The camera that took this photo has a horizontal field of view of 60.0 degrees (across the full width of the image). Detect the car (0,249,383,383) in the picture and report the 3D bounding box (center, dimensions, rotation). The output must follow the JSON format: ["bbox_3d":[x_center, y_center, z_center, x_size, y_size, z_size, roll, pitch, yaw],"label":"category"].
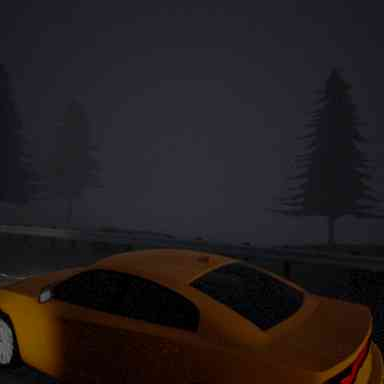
[{"bbox_3d":[-0.549,1.465,4.067,5.008,1.535,1.882,0,0,34],"label":"car"}]
